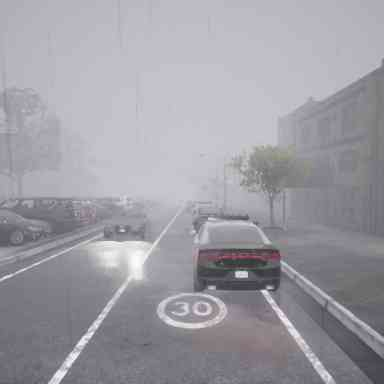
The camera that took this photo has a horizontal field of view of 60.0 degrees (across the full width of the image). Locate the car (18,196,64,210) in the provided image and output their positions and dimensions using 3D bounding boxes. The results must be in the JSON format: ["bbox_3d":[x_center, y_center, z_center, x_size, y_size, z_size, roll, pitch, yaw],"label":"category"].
[{"bbox_3d":[-21.903,1.576,48.282,5.566,2.045,2.435,0,-1,0],"label":"car"}]

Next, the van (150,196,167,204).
[{"bbox_3d":[-9.004,2.119,90.562,4.442,1.987,1.878,0,-1,0],"label":"van"}]

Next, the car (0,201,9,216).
[{"bbox_3d":[-21.891,1.713,34.356,4.792,1.488,2.163,0,-1,0],"label":"car"}]

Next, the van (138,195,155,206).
[{"bbox_3d":[-8.741,1.672,54.122,4.442,1.987,1.878,0,-1,0],"label":"van"}]

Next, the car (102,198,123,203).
[{"bbox_3d":[-22.155,2.371,92.816,5.366,1.575,1.946,0,-1,0],"label":"car"}]

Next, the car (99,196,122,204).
[{"bbox_3d":[-21.995,2.089,90.043,5.566,2.045,2.435,0,-1,0],"label":"car"}]

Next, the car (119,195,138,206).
[{"bbox_3d":[-8.870,1.432,34.503,5.566,2.045,2.435,0,-1,0],"label":"car"}]

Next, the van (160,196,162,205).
[{"bbox_3d":[-8.750,1.810,65.334,4.442,1.987,1.878,0,-1,0],"label":"van"}]

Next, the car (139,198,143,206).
[{"bbox_3d":[-8.817,1.766,40.105,4.792,1.488,2.163,0,-1,0],"label":"car"}]

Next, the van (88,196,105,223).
[{"bbox_3d":[-8.719,1.356,23.289,4.442,1.987,1.878,0,-1,0],"label":"van"}]

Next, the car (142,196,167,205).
[{"bbox_3d":[-8.850,1.956,79.350,5.566,2.045,2.435,0,-1,0],"label":"car"}]

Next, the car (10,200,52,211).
[{"bbox_3d":[-21.927,1.833,45.371,4.674,1.452,2.002,0,-1,0],"label":"car"}]

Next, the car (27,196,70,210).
[{"bbox_3d":[-21.906,1.609,50.943,5.566,2.045,2.435,0,-1,0],"label":"car"}]

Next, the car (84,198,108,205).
[{"bbox_3d":[-21.961,2.171,76.161,4.892,1.521,2.231,0,-1,0],"label":"car"}]

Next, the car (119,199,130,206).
[{"bbox_3d":[-8.834,1.658,31.697,5.008,1.535,2.097,0,-1,0],"label":"car"}]

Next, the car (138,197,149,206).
[{"bbox_3d":[-8.845,1.796,45.713,5.008,1.535,2.097,0,-1,0],"label":"car"}]

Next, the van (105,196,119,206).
[{"bbox_3d":[-8.953,1.407,28.896,4.442,1.987,1.878,0,-1,0],"label":"van"}]

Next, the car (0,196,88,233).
[{"bbox_3d":[-8.863,1.283,17.685,5.566,2.045,2.435,0,0,0],"label":"car"}]

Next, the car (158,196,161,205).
[{"bbox_3d":[-8.859,2.001,62.529,5.008,1.535,2.097,0,-1,0],"label":"car"}]

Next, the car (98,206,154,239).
[{"bbox_3d":[-3.241,1.629,17.453,1.994,1.385,4.181,0,-1,0],"label":"car"}]

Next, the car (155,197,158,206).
[{"bbox_3d":[-8.831,1.962,56.922,4.792,1.488,2.163,0,-1,0],"label":"car"}]

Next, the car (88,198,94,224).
[{"bbox_3d":[-8.803,1.431,20.484,4.553,1.767,2.185,0,-1,0],"label":"car"}]

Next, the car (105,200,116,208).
[{"bbox_3d":[-8.830,1.608,26.091,4.892,1.521,2.231,0,-1,0],"label":"car"}]

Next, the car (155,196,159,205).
[{"bbox_3d":[-8.833,1.996,59.725,4.792,1.488,2.163,0,-1,0],"label":"car"}]

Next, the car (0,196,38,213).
[{"bbox_3d":[-21.897,1.484,39.927,5.566,2.045,2.435,0,-1,0],"label":"car"}]

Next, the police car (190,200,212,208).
[{"bbox_3d":[0.988,1.559,25.166,1.930,1.638,5.238,0,-1,0],"label":"police car"}]

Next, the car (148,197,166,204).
[{"bbox_3d":[-8.914,2.151,84.955,4.553,1.767,2.185,0,-1,0],"label":"car"}]

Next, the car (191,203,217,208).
[{"bbox_3d":[0.985,1.584,19.046,1.837,1.490,4.892,0,-1,0],"label":"car"}]

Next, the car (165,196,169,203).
[{"bbox_3d":[-8.847,1.922,76.547,5.566,2.045,2.435,0,-1,0],"label":"car"}]

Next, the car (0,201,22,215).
[{"bbox_3d":[-21.952,1.738,37.141,4.792,1.488,2.163,0,-1,0],"label":"car"}]

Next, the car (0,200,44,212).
[{"bbox_3d":[-21.922,1.765,42.711,5.008,1.535,2.097,0,-1,0],"label":"car"}]

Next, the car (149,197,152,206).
[{"bbox_3d":[-9.038,1.826,48.513,5.366,1.575,1.946,0,-1,0],"label":"car"}]

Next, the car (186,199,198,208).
[{"bbox_3d":[0.034,2.060,59.898,1.994,1.385,4.181,0,-1,0],"label":"car"}]

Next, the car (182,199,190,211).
[{"bbox_3d":[0.066,1.882,46.218,2.033,1.411,5.357,0,-1,1],"label":"car"}]

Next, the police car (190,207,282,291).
[{"bbox_3d":[0.980,1.431,9.138,1.930,1.638,5.238,0,0,0],"label":"police car"}]

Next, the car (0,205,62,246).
[{"bbox_3d":[-8.843,1.514,14.878,4.892,1.521,2.231,0,0,0],"label":"car"}]
